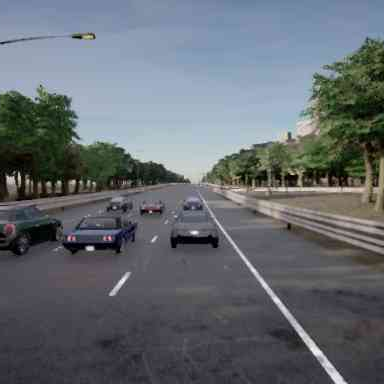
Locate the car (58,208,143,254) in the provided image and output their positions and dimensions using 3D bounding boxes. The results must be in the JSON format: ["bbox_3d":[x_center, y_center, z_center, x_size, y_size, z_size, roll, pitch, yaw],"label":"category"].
[{"bbox_3d":[-3.398,1.566,13.320,1.895,1.301,4.718,0,1,0],"label":"car"}]

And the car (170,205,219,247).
[{"bbox_3d":[0.102,1.514,14.861,1.994,1.385,4.181,0,1,0],"label":"car"}]

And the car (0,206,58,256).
[{"bbox_3d":[-6.898,1.318,13.220,2.097,1.767,4.553,0,1,0],"label":"car"}]

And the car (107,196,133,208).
[{"bbox_3d":[-6.895,1.132,31.948,1.812,1.442,4.674,0,2,0],"label":"car"}]

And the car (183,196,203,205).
[{"bbox_3d":[0.105,1.134,31.866,1.812,1.442,4.674,0,2,0],"label":"car"}]

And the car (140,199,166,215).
[{"bbox_3d":[-3.394,1.273,29.627,1.895,1.301,4.718,0,2,0],"label":"car"}]
